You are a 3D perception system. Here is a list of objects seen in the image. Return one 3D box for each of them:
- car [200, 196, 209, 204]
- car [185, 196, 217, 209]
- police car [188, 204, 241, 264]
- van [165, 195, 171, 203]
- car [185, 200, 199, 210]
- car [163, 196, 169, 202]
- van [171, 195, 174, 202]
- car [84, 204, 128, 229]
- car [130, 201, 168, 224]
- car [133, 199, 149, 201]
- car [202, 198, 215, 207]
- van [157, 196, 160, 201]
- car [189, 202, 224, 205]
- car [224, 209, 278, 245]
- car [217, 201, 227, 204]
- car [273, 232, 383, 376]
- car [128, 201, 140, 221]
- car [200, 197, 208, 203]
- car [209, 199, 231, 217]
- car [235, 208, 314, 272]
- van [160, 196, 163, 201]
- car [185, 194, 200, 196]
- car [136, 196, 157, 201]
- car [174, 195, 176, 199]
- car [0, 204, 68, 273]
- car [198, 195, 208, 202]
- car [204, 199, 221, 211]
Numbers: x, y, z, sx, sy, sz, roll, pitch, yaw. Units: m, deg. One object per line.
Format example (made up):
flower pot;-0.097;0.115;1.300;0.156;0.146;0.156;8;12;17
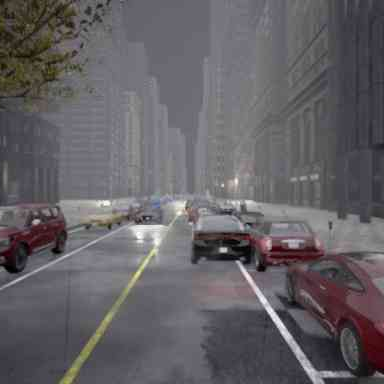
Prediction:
car;2.765;1.732;73.433;1.967;1.590;4.097;0;0;0
car;0.731;1.454;27.997;2.097;1.767;4.553;0;0;0
police car;0.901;1.470;12.145;1.930;1.638;5.238;0;0;0
van;-5.761;1.608;67.747;1.690;1.788;3.998;0;0;0
car;0.013;1.782;46.961;1.895;1.301;4.718;0;0;0
car;-5.760;1.825;62.068;1.802;1.307;4.206;0;0;0
van;-5.760;1.658;79.101;1.690;1.788;3.998;0;0;0
car;-5.763;1.608;22.157;1.752;1.417;4.829;0;0;0
car;-3.096;1.659;25.172;1.994;1.385;4.181;0;0;0
car;-5.762;1.710;33.681;1.802;1.307;4.206;0;0;0
car;2.764;1.764;56.400;1.887;1.381;4.507;0;0;0
van;-5.762;1.514;45.037;1.690;1.788;3.998;0;0;0
car;0.901;1.609;22.035;1.812;1.442;4.674;0;0;0
car;2.763;1.628;16.657;1.947;1.339;4.313;0;0;0
car;2.763;1.657;28.012;2.008;1.369;4.403;0;0;0
car;2.762;1.601;5.302;1.802;1.307;4.206;0;0;0
car;-5.762;1.688;28.004;1.802;1.307;4.206;0;0;0
car;2.765;1.898;79.110;1.802;1.307;4.206;0;0;0
car;2.763;1.568;33.690;1.967;1.590;4.097;0;0;0
car;2.762;1.481;10.980;1.967;1.590;4.097;0;0;0
van;-5.761;1.537;50.715;1.690;1.788;3.998;0;0;0
car;0.004;1.731;64.491;1.882;1.535;5.008;0;0;0
car;-5.762;1.465;39.360;2.192;1.841;5.009;0;0;0
car;-5.760;1.866;84.608;1.752;1.417;4.829;0;0;0
car;-5.763;1.356;10.972;2.192;1.841;5.009;0;0;0
car;2.765;1.656;84.788;2.192;1.841;5.009;0;0;0
car;2.764;1.724;45.045;2.008;1.369;4.403;0;0;0
